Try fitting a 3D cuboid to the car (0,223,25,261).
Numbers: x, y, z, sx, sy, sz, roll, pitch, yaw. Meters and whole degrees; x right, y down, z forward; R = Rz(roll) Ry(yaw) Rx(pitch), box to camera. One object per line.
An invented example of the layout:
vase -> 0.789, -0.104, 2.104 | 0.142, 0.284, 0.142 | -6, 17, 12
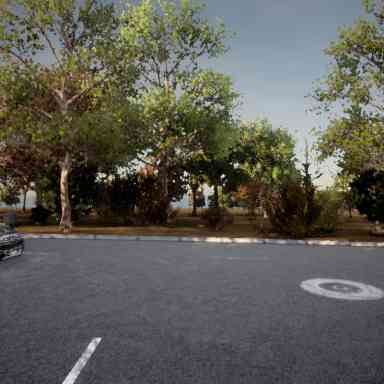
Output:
car -> -7.470, 1.163, 9.858 | 4.553, 1.767, 2.097 | 2, -1, 0
